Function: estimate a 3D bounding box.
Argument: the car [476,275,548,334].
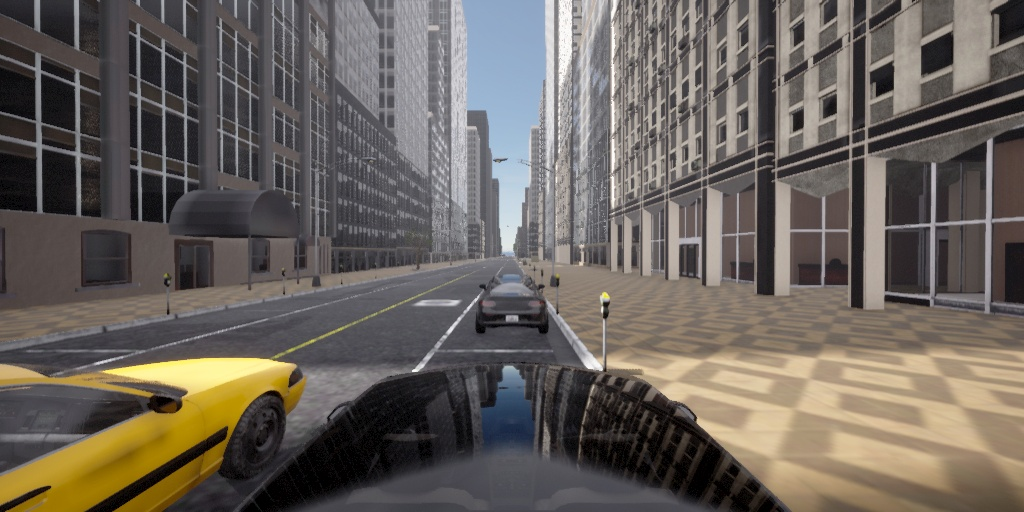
[{"bbox_3d":[0.003,1.264,10.501,1.812,1.442,4.674,0,0,0],"label":"car"}]

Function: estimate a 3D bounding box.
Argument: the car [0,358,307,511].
[{"bbox_3d":[-3.146,1.200,1.691,1.801,1.575,5.366,0,0,0],"label":"car"}]
